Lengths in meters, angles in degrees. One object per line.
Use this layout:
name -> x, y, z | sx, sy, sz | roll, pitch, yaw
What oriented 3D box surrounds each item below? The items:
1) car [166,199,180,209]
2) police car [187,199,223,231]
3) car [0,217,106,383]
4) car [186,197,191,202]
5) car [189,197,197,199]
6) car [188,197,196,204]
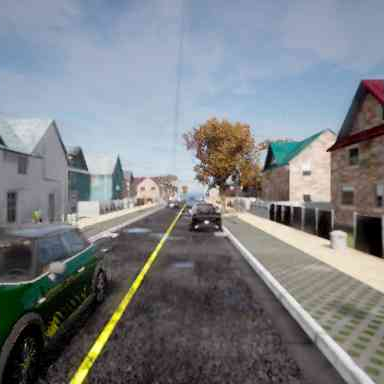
car -> -2.809, 1.723, 49.072 | 2.128, 1.511, 4.902 | 0, -1, 0
police car -> 0.829, 1.501, 21.200 | 1.930, 1.638, 5.238 | 0, 0, 0
car -> -2.848, 1.364, 5.049 | 2.097, 1.767, 4.553 | 0, 0, 0
car -> 0.010, 1.847, 56.143 | 2.033, 1.411, 5.357 | 0, -1, 0
car -> 0.831, 1.654, 37.090 | 1.837, 1.490, 4.892 | 0, 0, 0
car -> 0.013, 1.819, 76.002 | 1.882, 1.535, 5.008 | 0, -1, 0
